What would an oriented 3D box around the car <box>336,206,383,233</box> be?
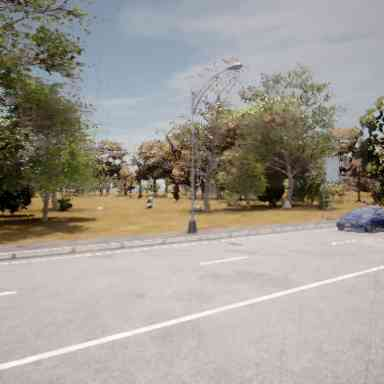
[{"bbox_3d":[10.736,1.616,20.267,4.674,1.442,1.812,0,0,-35],"label":"car"}]
